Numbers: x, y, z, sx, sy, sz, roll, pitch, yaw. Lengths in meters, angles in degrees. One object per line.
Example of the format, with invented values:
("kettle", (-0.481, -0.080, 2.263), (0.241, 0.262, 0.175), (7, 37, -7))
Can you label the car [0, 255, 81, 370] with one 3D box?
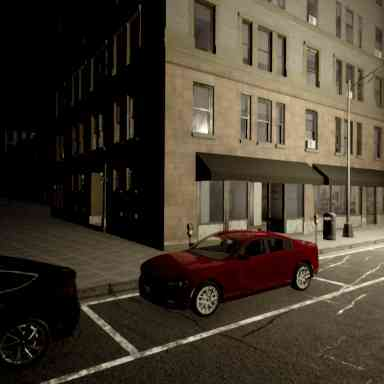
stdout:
("car", (-3.635, 1.566, 4.166), (4.313, 1.339, 1.947), (0, 1, -35))

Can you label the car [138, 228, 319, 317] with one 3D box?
("car", (0.987, 1.545, 7.455), (4.507, 1.381, 1.887), (0, 1, -35))
